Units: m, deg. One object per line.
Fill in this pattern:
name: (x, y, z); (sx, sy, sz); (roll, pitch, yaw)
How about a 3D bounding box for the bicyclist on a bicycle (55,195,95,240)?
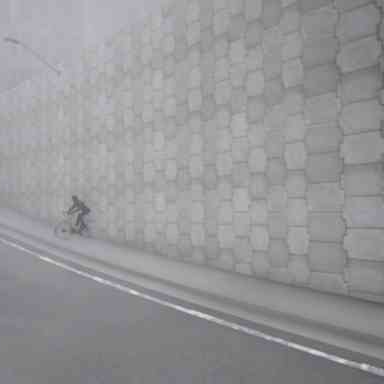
bicyclist on a bicycle: (-4.224, 0.929, 12.213); (0.582, 1.620, 1.656); (6, 2, 40)
